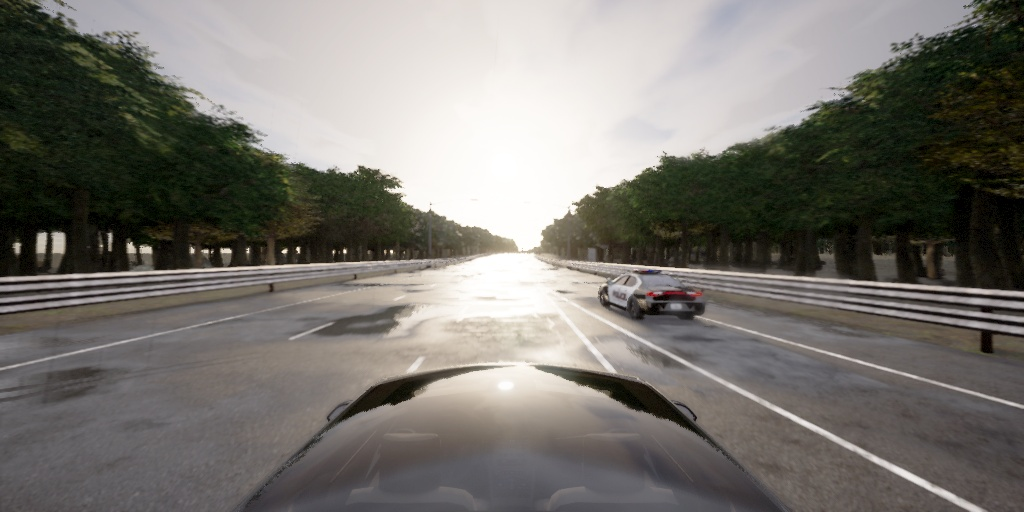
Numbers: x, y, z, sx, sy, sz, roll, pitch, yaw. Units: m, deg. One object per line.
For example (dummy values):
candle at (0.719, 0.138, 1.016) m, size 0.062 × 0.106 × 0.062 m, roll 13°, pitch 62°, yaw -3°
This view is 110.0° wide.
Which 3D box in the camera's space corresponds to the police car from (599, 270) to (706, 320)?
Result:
police car at (4.666, 1.303, 12.970) m, size 2.038 × 1.542 × 4.974 m, roll 1°, pitch 0°, yaw -4°
